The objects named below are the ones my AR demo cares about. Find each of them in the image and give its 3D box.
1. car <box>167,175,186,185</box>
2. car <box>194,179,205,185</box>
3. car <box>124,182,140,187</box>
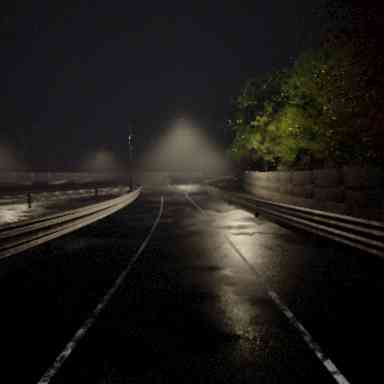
[{"bbox_3d":[-3.546,-2.755,84.761,2.150,2.045,5.566,1,4,21],"label":"car"},{"bbox_3d":[1.912,-2.772,89.089,1.837,1.490,4.892,1,4,21],"label":"car"},{"bbox_3d":[-12.768,-1.535,70.795,1.994,1.385,4.181,1,4,21],"label":"car"}]
